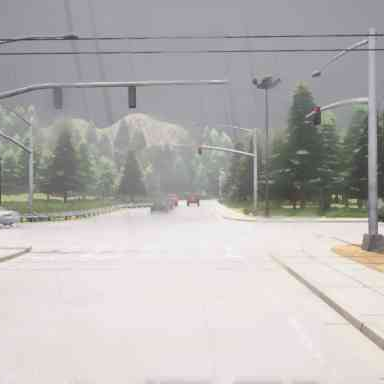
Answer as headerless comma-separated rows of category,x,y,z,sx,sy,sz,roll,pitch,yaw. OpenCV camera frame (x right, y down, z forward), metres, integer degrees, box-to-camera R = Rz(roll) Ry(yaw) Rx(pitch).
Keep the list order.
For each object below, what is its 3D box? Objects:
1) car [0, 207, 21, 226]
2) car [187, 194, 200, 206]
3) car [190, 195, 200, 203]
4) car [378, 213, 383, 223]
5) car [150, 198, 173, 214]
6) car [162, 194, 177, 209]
car,-14.153,1.686,22.579,4.674,1.442,1.812,0,0,1
car,0.260,1.372,59.222,2.150,2.045,5.566,0,0,2
car,0.636,1.537,73.380,2.097,1.767,4.553,0,0,2
car,15.196,1.554,22.024,5.357,1.411,2.033,0,0,1
car,-3.573,1.716,37.566,1.895,1.301,4.718,0,0,0
car,-3.554,1.485,44.688,2.097,1.767,4.553,0,0,0
